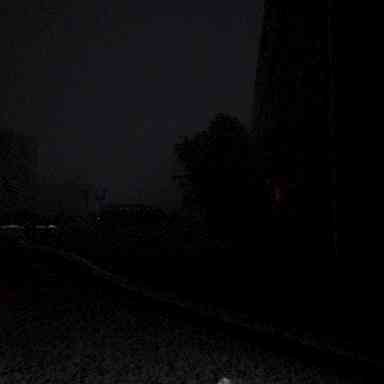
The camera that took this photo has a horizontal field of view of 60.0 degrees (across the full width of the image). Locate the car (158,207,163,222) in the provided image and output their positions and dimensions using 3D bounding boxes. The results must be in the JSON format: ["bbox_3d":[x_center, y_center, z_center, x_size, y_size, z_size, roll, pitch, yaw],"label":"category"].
[{"bbox_3d":[-6.161,2.771,37.397,5.008,1.535,2.097,-1,-5,2],"label":"car"}]

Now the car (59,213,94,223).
[{"bbox_3d":[-17.879,4.016,51.506,4.674,1.452,2.002,-1,-5,2],"label":"car"}]

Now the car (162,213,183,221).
[{"bbox_3d":[-4.424,5.686,76.302,4.553,1.767,2.185,-1,-4,2],"label":"car"}]

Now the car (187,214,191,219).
[{"bbox_3d":[-3.817,6.649,90.224,5.566,2.045,2.435,-1,-4,2],"label":"car"}]

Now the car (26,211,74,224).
[{"bbox_3d":[-18.428,3.332,43.302,5.366,1.575,1.946,-1,-4,2],"label":"car"}]

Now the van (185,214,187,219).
[{"bbox_3d":[-4.094,6.020,81.870,4.442,1.987,1.878,-1,-5,2],"label":"van"}]

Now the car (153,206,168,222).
[{"bbox_3d":[-6.071,2.730,40.141,5.566,2.045,2.435,-1,-4,2],"label":"car"}]

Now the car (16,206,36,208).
[{"bbox_3d":[-18.340,2.980,40.395,4.553,1.767,2.185,-1,-4,2],"label":"car"}]

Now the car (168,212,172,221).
[{"bbox_3d":[-5.645,3.663,48.464,4.792,1.488,2.163,-1,-4,2],"label":"car"}]

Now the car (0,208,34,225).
[{"bbox_3d":[-18.497,2.893,37.608,5.008,1.535,2.097,-1,-4,2],"label":"car"}]

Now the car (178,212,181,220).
[{"bbox_3d":[-5.123,4.282,56.808,5.366,1.575,1.946,-1,-5,2],"label":"car"}]

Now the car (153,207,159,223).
[{"bbox_3d":[-6.254,2.600,34.571,4.792,1.488,2.163,-1,-4,2],"label":"car"}]

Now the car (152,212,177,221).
[{"bbox_3d":[-5.097,4.598,62.393,4.553,1.767,2.185,-1,-5,2],"label":"car"}]

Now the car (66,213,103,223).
[{"bbox_3d":[-17.569,4.198,54.406,5.366,1.575,1.946,-1,-4,2],"label":"car"}]

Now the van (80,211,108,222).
[{"bbox_3d":[-17.634,4.405,59.871,4.442,1.987,1.878,-1,-4,2],"label":"van"}]

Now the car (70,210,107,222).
[{"bbox_3d":[-17.668,4.161,57.089,5.566,2.045,2.435,-1,-4,2],"label":"car"}]

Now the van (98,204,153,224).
[{"bbox_3d":[-6.290,2.170,31.805,4.442,1.987,1.878,-1,-4,2],"label":"van"}]

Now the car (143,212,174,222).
[{"bbox_3d":[-5.401,4.098,54.030,4.792,1.488,2.163,-1,-4,2],"label":"car"}]

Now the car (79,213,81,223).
[{"bbox_3d":[-17.995,3.808,48.849,4.674,1.452,2.002,-1,-4,2],"label":"car"}]

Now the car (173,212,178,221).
[{"bbox_3d":[-5.367,3.846,51.242,5.366,1.575,1.946,-1,-5,2],"label":"car"}]

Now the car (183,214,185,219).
[{"bbox_3d":[-4.575,5.603,73.635,5.008,1.535,2.097,-1,-4,2],"label":"car"}]

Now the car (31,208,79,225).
[{"bbox_3d":[-14.038,2.711,34.566,2.033,1.411,5.357,-1,-4,3],"label":"car"}]

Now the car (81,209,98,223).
[{"bbox_3d":[-13.455,3.369,47.546,2.150,2.045,5.566,-1,-5,3],"label":"car"}]
